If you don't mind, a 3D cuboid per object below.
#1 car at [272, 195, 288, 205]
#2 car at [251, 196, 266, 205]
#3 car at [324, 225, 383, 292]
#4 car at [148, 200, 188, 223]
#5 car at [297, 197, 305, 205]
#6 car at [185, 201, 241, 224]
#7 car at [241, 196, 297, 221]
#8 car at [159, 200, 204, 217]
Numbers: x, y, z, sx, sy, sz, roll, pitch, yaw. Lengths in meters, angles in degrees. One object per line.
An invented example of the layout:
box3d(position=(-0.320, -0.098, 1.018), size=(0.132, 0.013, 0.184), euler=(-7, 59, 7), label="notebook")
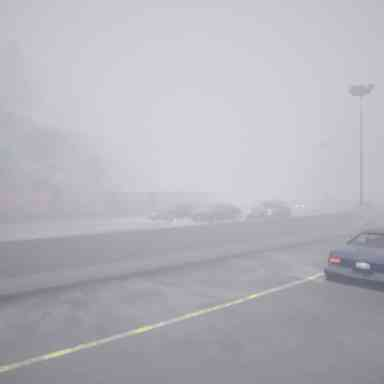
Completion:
box3d(position=(16.694, 1.547, 63.561), size=(2.097, 1.767, 4.553), euler=(0, 0, 4), label="car")
box3d(position=(13.329, 1.684, 66.669), size=(2.128, 1.511, 4.902), euler=(0, 0, 1), label="car")
box3d(position=(5.355, 1.560, 8.525), size=(5.357, 1.411, 2.033), euler=(0, 0, -43), label="car")
box3d(position=(-1.425, 1.584, 27.011), size=(2.128, 1.511, 4.902), euler=(0, 0, 39), label="car")
box3d(position=(20.244, 1.687, 63.866), size=(2.128, 1.511, 4.902), euler=(0, 0, 3), label="car")
box3d(position=(1.993, 1.555, 25.660), size=(1.882, 1.535, 5.008), euler=(0, 0, 38), label="car")
box3d(position=(5.892, 1.416, 25.041), size=(2.097, 1.767, 4.553), euler=(0, 0, 37), label="car")
box3d(position=(-0.969, 1.588, 33.313), size=(1.882, 1.535, 5.008), euler=(0, 0, 34), label="car")
